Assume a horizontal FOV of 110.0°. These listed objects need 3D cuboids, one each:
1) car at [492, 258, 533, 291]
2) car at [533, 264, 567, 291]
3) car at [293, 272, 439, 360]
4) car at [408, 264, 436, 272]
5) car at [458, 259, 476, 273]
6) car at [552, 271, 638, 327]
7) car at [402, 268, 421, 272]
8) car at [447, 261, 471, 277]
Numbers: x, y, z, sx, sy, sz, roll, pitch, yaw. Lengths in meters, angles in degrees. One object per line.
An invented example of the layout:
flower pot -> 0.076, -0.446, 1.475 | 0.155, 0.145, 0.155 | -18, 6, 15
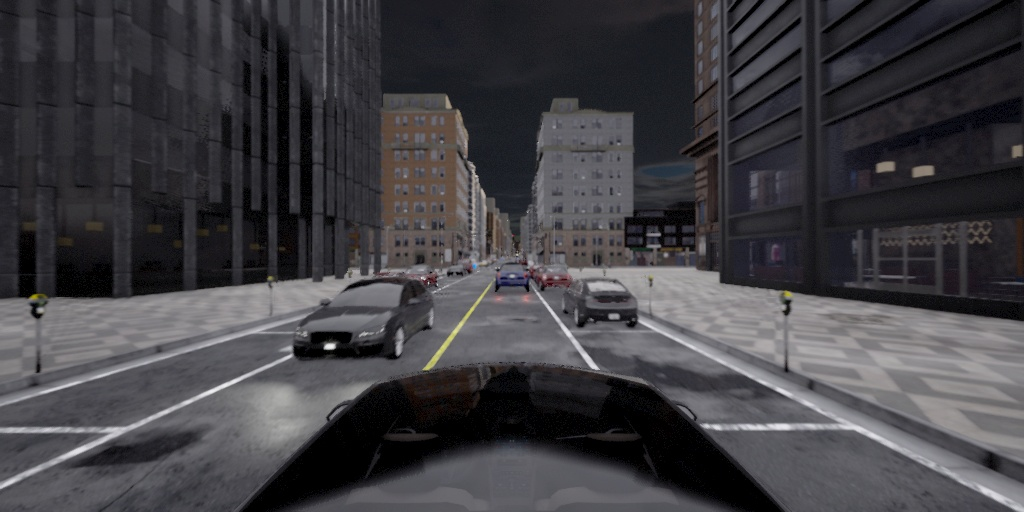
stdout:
car -> 0.012, 1.210, 23.207 | 2.097, 1.767, 4.553 | 0, 0, 0
car -> 2.595, 1.288, 22.744 | 1.967, 1.591, 4.097 | 0, 0, 0
car -> -3.117, 1.304, 8.551 | 1.837, 1.490, 4.892 | 0, 0, 0
car -> -5.931, 1.318, 22.736 | 1.967, 1.591, 4.097 | 0, 0, 0
car -> -6.017, 1.296, 45.296 | 2.192, 1.841, 5.009 | 0, 0, 0
car -> 2.638, 1.344, 11.466 | 2.007, 1.370, 4.403 | 0, 0, 0
car -> -5.909, 1.433, 17.095 | 1.802, 1.307, 4.207 | 0, 0, 0
car -> -5.996, 1.522, 39.655 | 1.948, 1.339, 4.313 | 0, 0, 0
